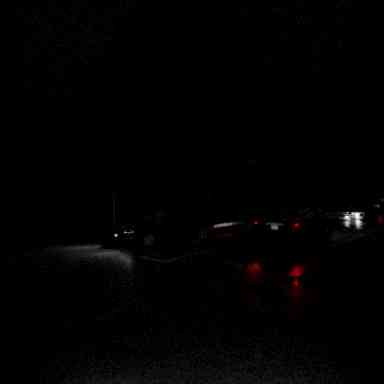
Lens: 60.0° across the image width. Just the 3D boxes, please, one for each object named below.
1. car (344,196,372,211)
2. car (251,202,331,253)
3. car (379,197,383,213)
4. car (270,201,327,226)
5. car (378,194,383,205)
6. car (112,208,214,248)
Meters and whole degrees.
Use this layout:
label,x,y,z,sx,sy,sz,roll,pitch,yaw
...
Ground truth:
label,x,y,z,sx,sy,sz,roll,pitch,yaw
car,17.914,1.196,35.881,2.128,1.511,4.902,0,0,41
car,4.276,1.311,13.956,2.097,1.767,4.553,0,0,36
car,19.945,0.926,32.588,2.150,2.045,5.566,0,1,41
car,7.911,1.450,24.297,2.033,1.411,5.357,0,0,41
car,28.626,1.011,48.168,1.882,1.535,5.008,0,0,41
car,-1.187,1.497,14.980,4.892,1.490,1.837,-1,0,-38
